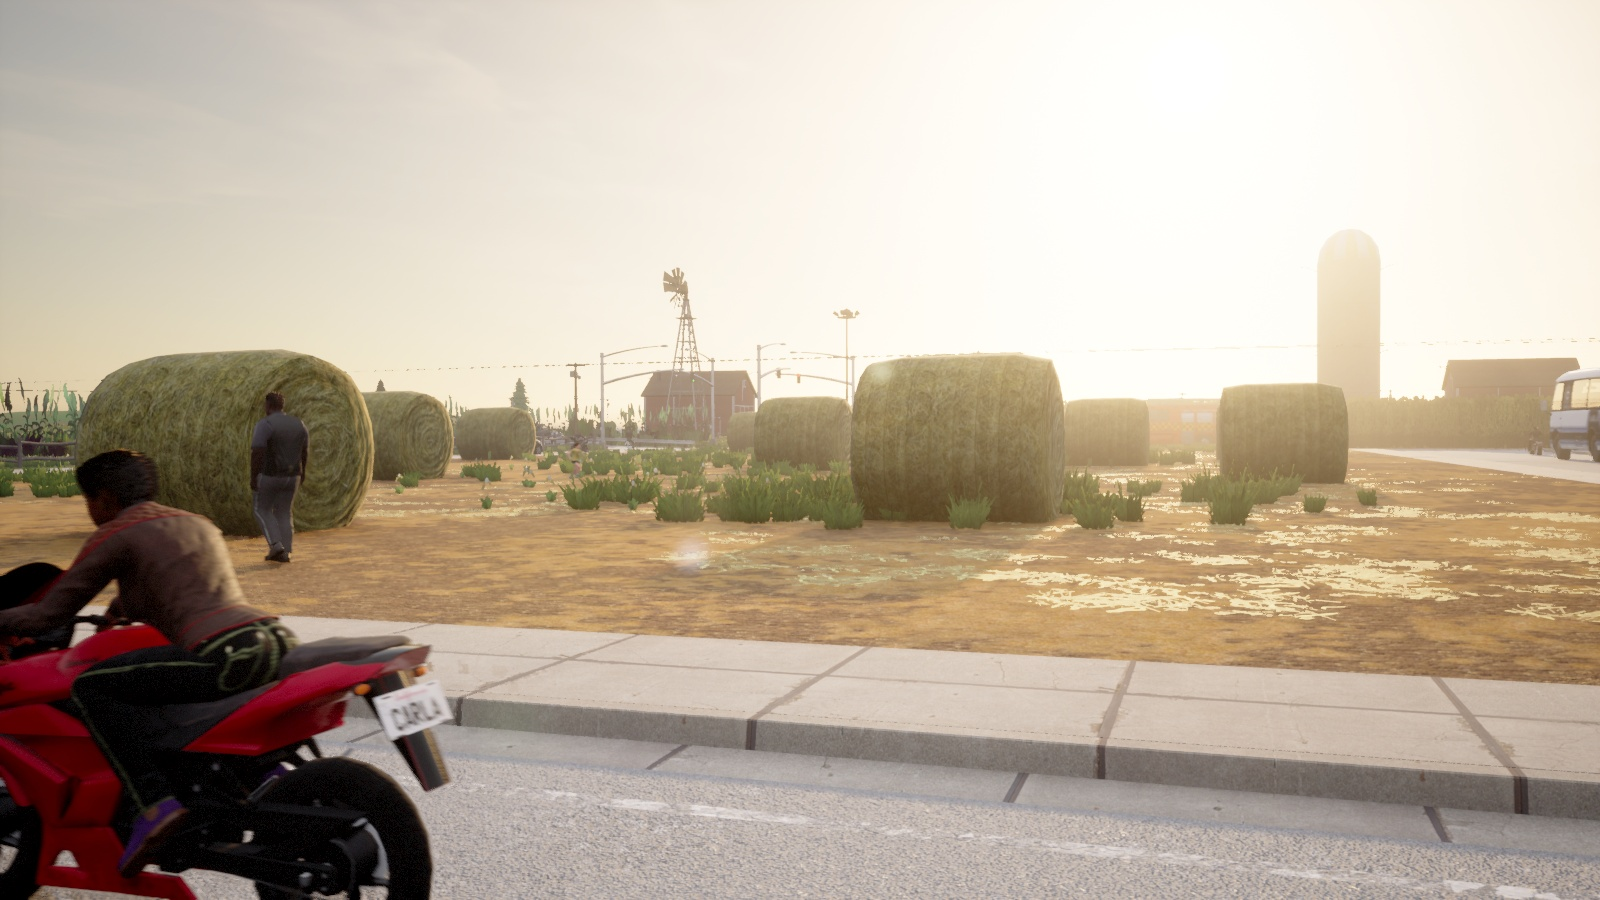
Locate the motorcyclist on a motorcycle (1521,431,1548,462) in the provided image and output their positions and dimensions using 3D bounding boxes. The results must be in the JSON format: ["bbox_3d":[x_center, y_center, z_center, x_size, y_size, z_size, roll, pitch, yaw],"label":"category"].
[{"bbox_3d":[40.535,-0.207,69.308,0.766,1.649,2.350,1,1,18],"label":"motorcyclist on a motorcycle"}]

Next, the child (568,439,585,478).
[{"bbox_3d":[-6.395,0.233,35.903,0.394,1.110,0.255,1,1,27],"label":"child"}]

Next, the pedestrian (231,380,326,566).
[{"bbox_3d":[-5.460,0.227,13.149,0.849,1.883,0.563,1,1,37],"label":"pedestrian"}]

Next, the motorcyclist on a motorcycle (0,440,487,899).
[{"bbox_3d":[-2.079,0.739,3.893,2.044,1.523,0.797,1,1,18],"label":"motorcyclist on a motorcycle"}]

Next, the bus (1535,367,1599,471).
[{"bbox_3d":[36.331,-1.337,55.979,3.944,4.253,10.273,1,1,18],"label":"bus"}]

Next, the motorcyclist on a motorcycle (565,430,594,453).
[{"bbox_3d":[-14.661,-0.565,83.480,0.866,1.530,2.191,1,1,21],"label":"motorcyclist on a motorcycle"}]
